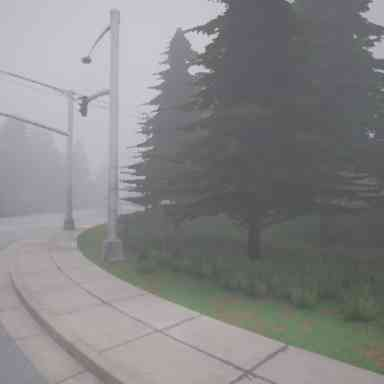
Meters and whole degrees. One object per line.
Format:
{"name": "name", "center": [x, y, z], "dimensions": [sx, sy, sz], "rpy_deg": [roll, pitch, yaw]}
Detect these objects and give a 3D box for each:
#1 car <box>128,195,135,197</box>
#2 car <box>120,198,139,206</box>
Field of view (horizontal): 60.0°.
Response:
{"name": "car", "center": [-10.204, 1.333, 61.246], "dimensions": [1.511, 2.128, 4.902], "rpy_deg": [-30, -13, 9]}
{"name": "car", "center": [-11.551, 1.795, 61.621], "dimensions": [2.033, 1.411, 5.357], "rpy_deg": [1, -1, 6]}
